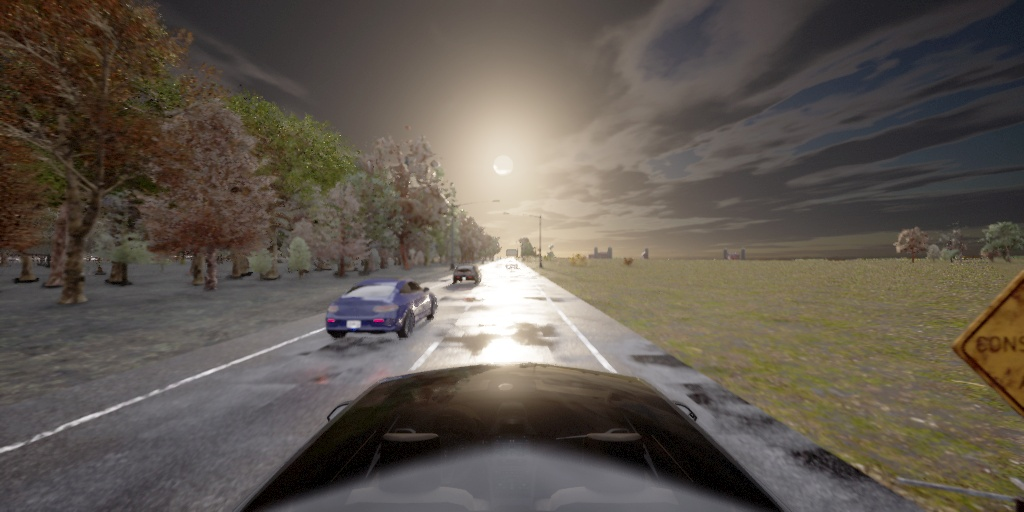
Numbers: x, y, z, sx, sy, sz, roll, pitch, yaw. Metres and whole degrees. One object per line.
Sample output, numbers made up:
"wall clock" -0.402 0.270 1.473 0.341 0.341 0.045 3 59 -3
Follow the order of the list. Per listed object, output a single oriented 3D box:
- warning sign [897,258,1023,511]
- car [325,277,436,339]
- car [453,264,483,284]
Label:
"warning sign" 3.550 0.868 2.368 1.300 1.860 1.060 0 0 0
"car" -3.421 1.310 10.067 1.812 1.442 4.674 0 0 0
"car" -3.427 1.366 28.055 1.837 1.490 4.892 0 0 0
